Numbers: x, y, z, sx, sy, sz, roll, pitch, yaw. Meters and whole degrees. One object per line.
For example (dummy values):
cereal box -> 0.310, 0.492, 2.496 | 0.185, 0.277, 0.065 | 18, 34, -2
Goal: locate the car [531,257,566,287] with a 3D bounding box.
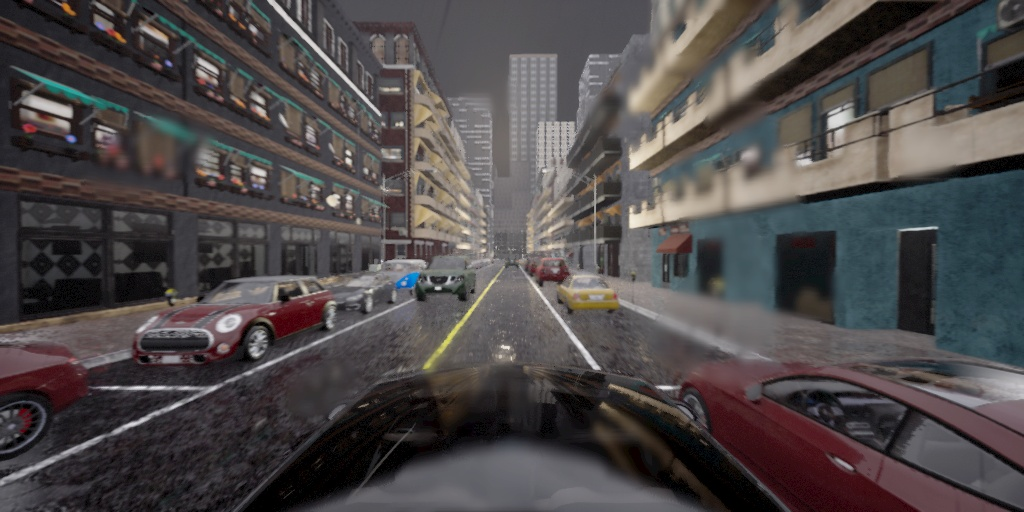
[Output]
car -> 2.698, 1.065, 24.721 | 2.192, 1.841, 5.009 | 0, 0, 0

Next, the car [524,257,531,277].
car -> 2.701, 1.066, 35.926 | 2.192, 1.841, 5.009 | 0, 0, 0

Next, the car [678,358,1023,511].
car -> 2.690, 1.332, 2.313 | 1.802, 1.307, 4.207 | 0, 0, 0

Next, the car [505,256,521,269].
car -> 0.020, 0.975, 58.144 | 2.150, 2.045, 5.566 | 0, 0, 0

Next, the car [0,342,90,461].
car -> -5.658, 1.332, 2.345 | 1.802, 1.307, 4.207 | 0, 0, 0

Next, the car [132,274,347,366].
car -> -5.656, 1.189, 7.946 | 1.967, 1.591, 4.097 | 0, 0, 0

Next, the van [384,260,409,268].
van -> -5.652, 1.090, 19.151 | 1.690, 1.789, 3.998 | 0, 0, 0

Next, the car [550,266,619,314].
car -> 2.694, 1.276, 13.687 | 1.751, 1.417, 4.829 | 0, 0, 0

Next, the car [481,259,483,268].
car -> -5.673, 1.334, 52.763 | 1.802, 1.307, 4.207 | 0, 0, 0

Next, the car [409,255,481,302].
car -> -3.003, 0.976, 17.434 | 2.150, 2.045, 5.566 | 0, 0, 0

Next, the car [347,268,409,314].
car -> -5.654, 1.300, 13.549 | 2.007, 1.370, 4.403 | 0, 0, 0

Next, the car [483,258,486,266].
car -> -5.672, 1.334, 58.365 | 1.802, 1.307, 4.207 | 0, 0, 0

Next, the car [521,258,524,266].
car -> 2.706, 1.066, 47.130 | 2.192, 1.841, 5.009 | 0, 0, 0
